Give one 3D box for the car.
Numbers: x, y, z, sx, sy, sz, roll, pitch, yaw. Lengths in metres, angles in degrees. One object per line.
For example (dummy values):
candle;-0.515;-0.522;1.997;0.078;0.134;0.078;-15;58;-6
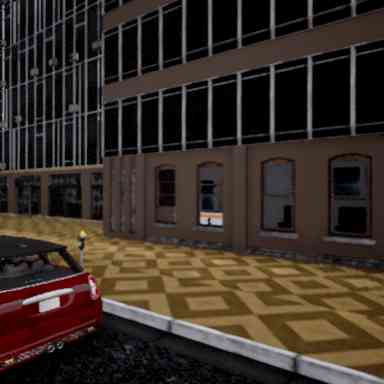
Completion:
car;-3.347;1.413;5.260;4.097;1.590;1.967;0;0;35
